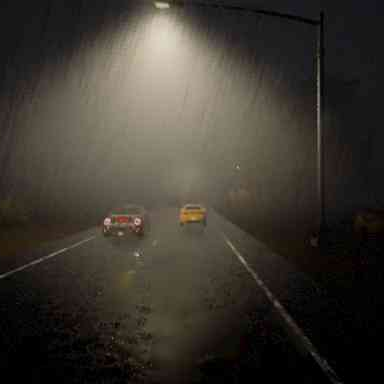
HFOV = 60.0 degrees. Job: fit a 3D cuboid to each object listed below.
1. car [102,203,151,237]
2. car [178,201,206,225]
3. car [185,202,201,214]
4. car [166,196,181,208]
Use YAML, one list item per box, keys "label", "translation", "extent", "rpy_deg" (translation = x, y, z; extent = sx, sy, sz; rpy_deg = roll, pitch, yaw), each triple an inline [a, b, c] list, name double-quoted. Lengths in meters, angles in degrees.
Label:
- label: "car"
  translation: [-3.606, 1.530, 19.056]
  extent: [2.097, 1.767, 4.553]
  rpy_deg: [0, -1, 0]
- label: "car"
  translation: [0.089, 1.721, 26.106]
  extent: [1.882, 1.535, 5.008]
  rpy_deg: [0, -1, 0]
- label: "car"
  translation: [0.104, 1.961, 42.575]
  extent: [1.994, 1.385, 4.181]
  rpy_deg: [0, -1, 0]
- label: "car"
  translation: [-3.187, 1.766, 58.720]
  extent: [2.150, 2.045, 5.566]
  rpy_deg: [0, 0, 3]
